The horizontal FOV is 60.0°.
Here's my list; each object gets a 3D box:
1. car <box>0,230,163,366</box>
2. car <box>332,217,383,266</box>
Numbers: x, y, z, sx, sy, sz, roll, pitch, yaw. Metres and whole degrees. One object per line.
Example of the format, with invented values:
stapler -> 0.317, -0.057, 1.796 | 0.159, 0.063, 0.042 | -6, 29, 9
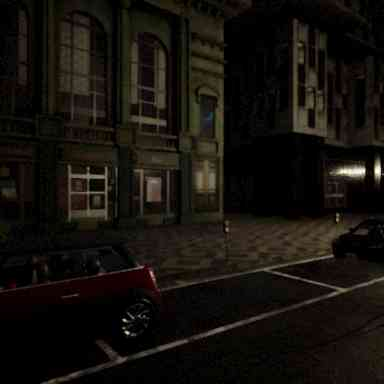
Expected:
car -> -2.555, 1.440, 4.822 | 4.097, 1.590, 1.967 | 0, 0, -35
car -> 6.622, 1.566, 11.367 | 4.313, 1.339, 1.947 | 0, 0, -35
